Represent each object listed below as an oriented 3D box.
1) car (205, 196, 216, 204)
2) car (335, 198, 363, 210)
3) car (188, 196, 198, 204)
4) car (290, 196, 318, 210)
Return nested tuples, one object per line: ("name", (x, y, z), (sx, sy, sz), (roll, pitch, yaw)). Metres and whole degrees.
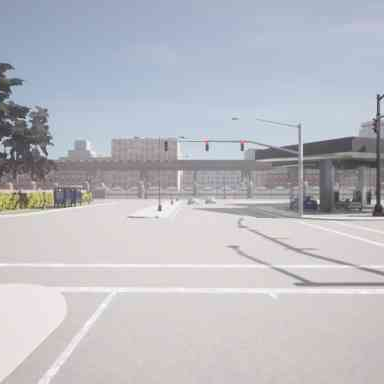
("car", (3.588, 1.525, 64.386), (1.812, 1.442, 4.674), (0, 0, 0))
("car", (19.011, 1.456, 40.452), (1.970, 1.475, 3.806), (0, 0, 0))
("car", (0.195, 1.526, 62.396), (1.812, 1.442, 4.674), (0, 0, 0))
("car", (13.265, 1.295, 39.698), (2.242, 1.667, 4.611), (0, 0, 0))
